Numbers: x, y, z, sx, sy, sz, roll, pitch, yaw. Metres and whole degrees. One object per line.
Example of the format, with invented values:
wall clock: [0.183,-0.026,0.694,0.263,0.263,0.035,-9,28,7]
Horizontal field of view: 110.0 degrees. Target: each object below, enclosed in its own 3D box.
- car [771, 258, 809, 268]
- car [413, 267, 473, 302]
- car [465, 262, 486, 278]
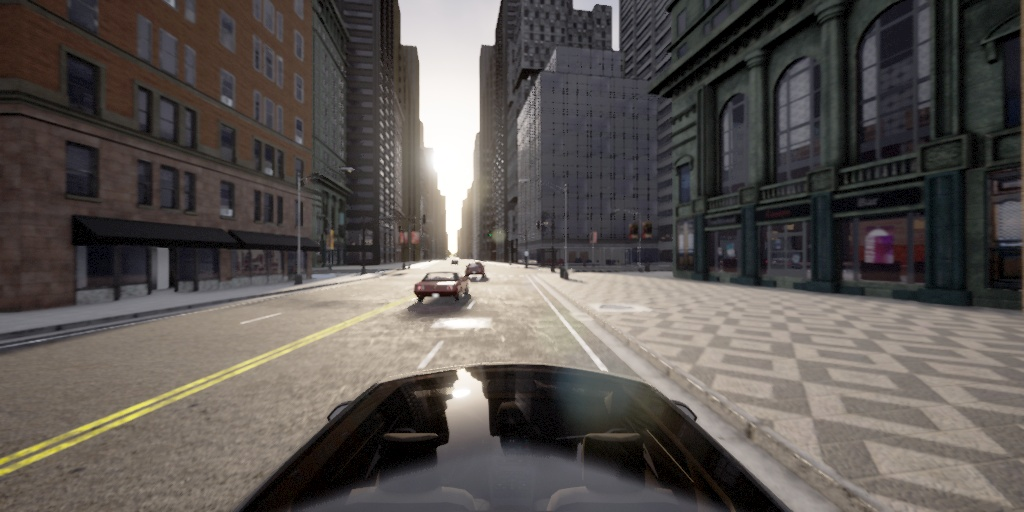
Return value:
car: [39.465,1.083,50.705,4.902,1.511,2.128,0,0,-10]
car: [-3.204,1.366,17.232,1.895,1.301,4.718,0,0,0]
car: [-3.525,1.297,34.425,1.812,1.442,4.674,0,0,-4]
